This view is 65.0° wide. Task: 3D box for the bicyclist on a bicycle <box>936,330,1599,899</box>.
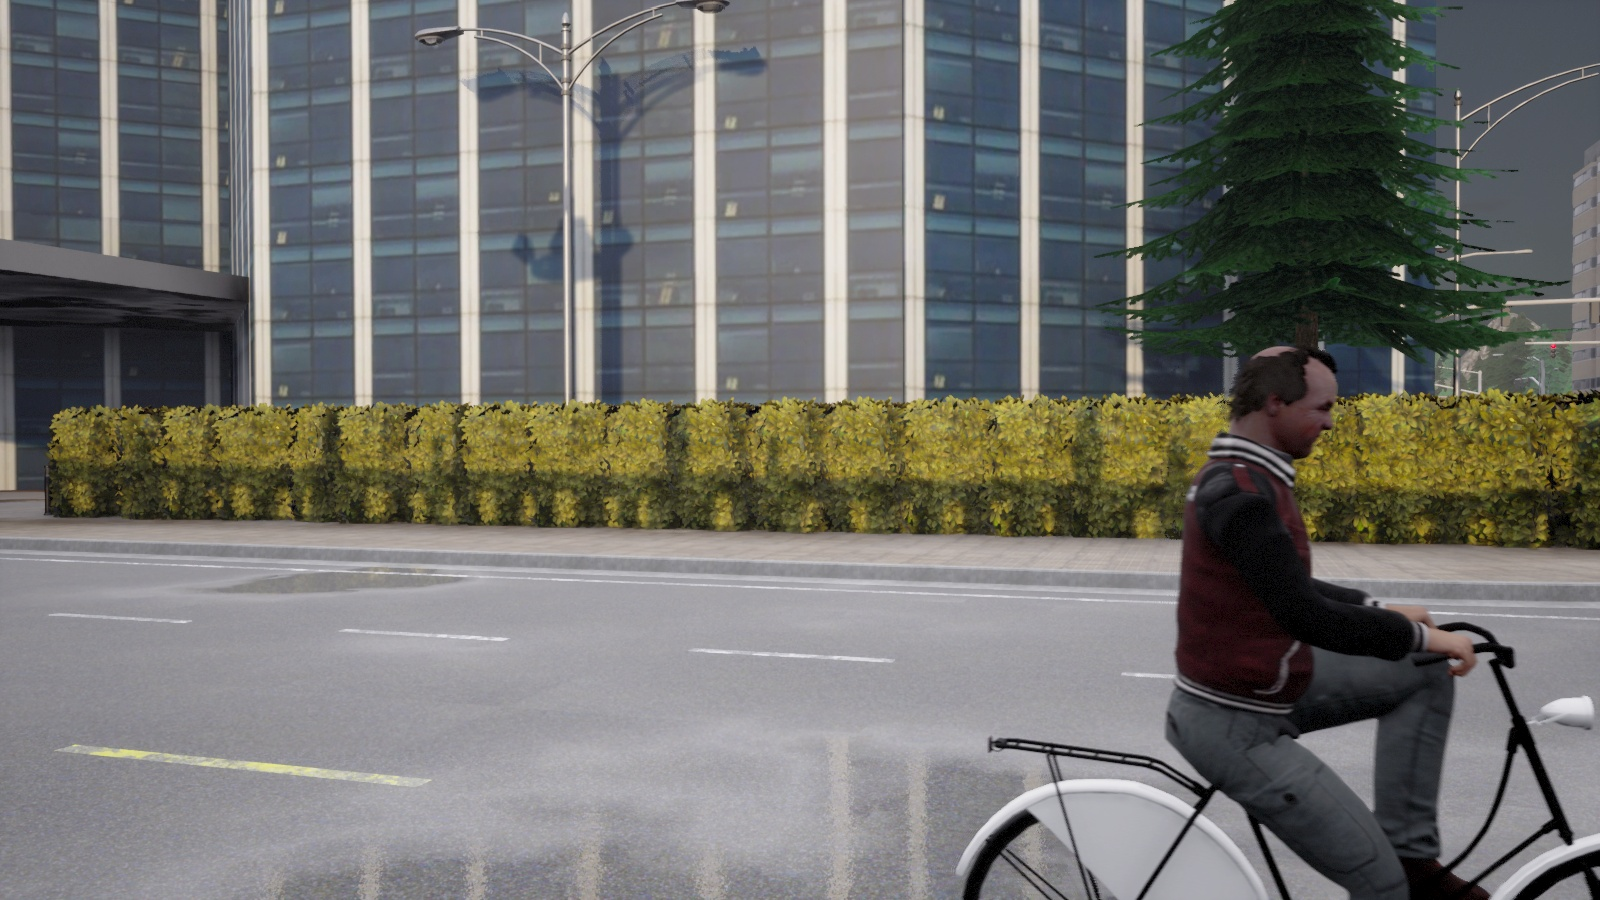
[{"bbox_3d":[1.278,0.658,2.773,1.843,1.776,0.659,0,1,18],"label":"bicyclist on a bicycle"}]
